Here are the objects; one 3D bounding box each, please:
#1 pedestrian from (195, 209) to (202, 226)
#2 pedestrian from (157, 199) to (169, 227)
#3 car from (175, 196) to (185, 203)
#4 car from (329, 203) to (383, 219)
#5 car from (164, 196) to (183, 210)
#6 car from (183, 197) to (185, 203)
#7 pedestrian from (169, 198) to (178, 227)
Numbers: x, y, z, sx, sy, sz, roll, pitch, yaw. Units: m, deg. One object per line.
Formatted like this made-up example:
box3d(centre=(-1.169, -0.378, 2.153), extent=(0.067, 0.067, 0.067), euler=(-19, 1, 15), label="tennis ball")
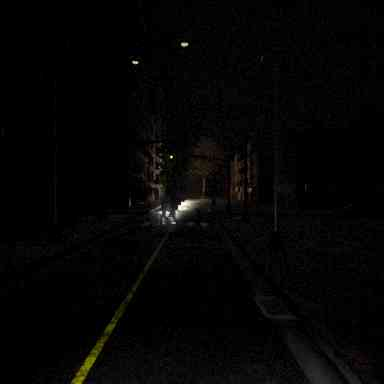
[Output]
box3d(centre=(0.486, 1.660, 21.574), extent=(0.500, 1.100, 0.500), euler=(0, 0, 0), label="pedestrian")
box3d(centre=(-1.816, 1.280, 20.985), extent=(0.375, 1.860, 0.375), euler=(0, 0, 0), label="pedestrian")
box3d(centre=(-2.479, 1.467, 68.961), extent=(1.994, 1.385, 4.181), euler=(0, 0, 0), label="car")
box3d(centre=(14.000, 1.575, 27.697), extent=(4.829, 1.417, 1.752), euler=(0, -1, 0), label="car")
box3d(centre=(-2.677, 1.439, 42.649), extent=(2.128, 1.511, 4.902), euler=(0, 0, 0), label="car")
box3d(centre=(-2.626, 1.528, 54.532), extent=(1.895, 1.301, 4.718), euler=(0, 0, 0), label="car")
box3d(centre=(-1.317, 1.279, 22.186), extent=(0.375, 1.860, 0.375), euler=(0, 0, 0), label="pedestrian")
